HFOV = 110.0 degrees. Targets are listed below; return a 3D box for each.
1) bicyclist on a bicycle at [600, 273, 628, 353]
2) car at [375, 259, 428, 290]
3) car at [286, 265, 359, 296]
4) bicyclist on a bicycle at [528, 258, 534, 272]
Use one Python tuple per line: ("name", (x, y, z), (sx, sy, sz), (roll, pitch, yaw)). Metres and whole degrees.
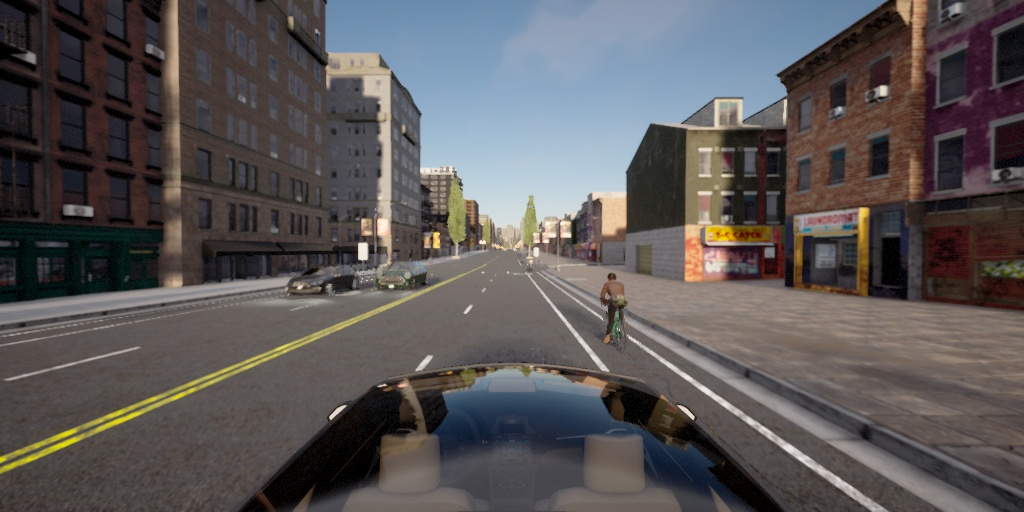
("bicyclist on a bicycle", (2.252, 1.199, 7.934), (0.582, 1.620, 1.656), (0, 0, 0))
("car", (-6.592, 1.064, 21.850), (2.097, 1.767, 4.553), (0, 0, 0))
("car", (-9.846, 1.230, 19.071), (1.837, 1.490, 4.892), (0, 0, 0))
("bicyclist on a bicycle", (2.239, 1.045, 42.075), (0.866, 1.612, 1.509), (0, 0, 0))
